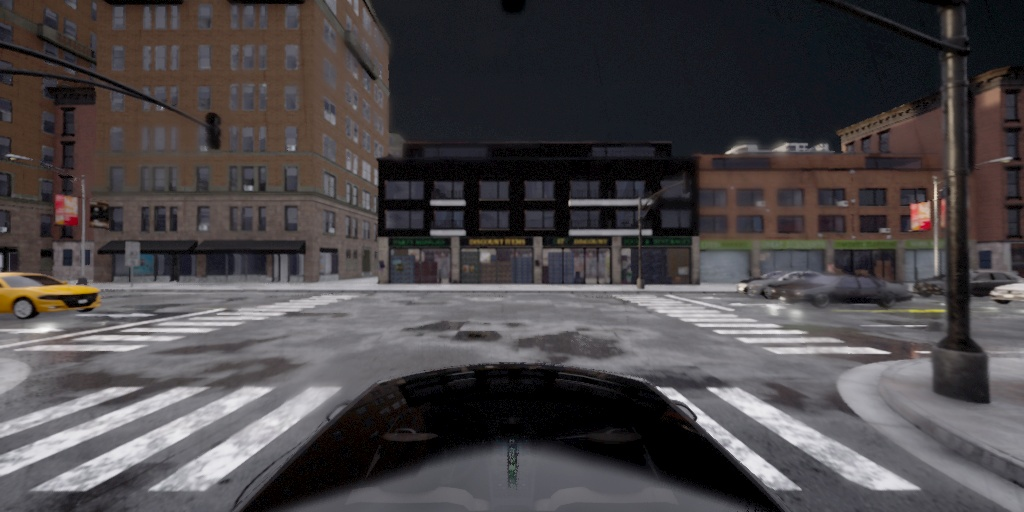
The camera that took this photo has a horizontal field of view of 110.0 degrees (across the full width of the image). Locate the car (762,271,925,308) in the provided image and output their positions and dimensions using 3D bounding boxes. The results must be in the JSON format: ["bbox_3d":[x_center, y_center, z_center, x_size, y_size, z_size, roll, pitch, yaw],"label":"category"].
[{"bbox_3d":[14.698,1.532,16.103,5.357,1.411,2.033,0,-1,-3],"label":"car"}]

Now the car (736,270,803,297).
[{"bbox_3d":[14.802,1.517,19.332,4.902,1.511,2.128,0,-1,0],"label":"car"}]

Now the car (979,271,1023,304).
[{"bbox_3d":[24.593,1.540,16.054,4.674,1.442,1.812,0,-1,1],"label":"car"}]

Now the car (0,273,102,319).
[{"bbox_3d":[-17.690,1.330,12.720,5.008,1.535,1.882,0,-1,0],"label":"car"}]

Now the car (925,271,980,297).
[{"bbox_3d":[24.669,1.561,19.302,4.892,1.490,1.837,0,-1,0],"label":"car"}]
